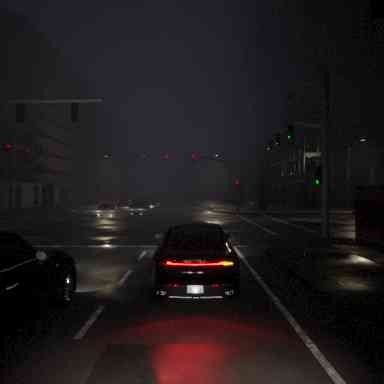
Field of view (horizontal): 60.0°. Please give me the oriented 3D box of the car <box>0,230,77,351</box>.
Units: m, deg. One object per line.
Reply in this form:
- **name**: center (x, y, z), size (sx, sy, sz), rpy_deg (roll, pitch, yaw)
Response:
- **car**: center (-3.447, 1.352, 5.095), size (2.097, 1.767, 4.553), rpy_deg (0, 0, 0)

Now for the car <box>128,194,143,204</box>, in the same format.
- **car**: center (-10.803, 1.352, 63.857), size (2.097, 1.767, 4.553), rpy_deg (0, 0, 1)

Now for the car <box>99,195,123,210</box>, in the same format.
- **car**: center (-10.977, 1.478, 44.288), size (1.882, 1.535, 5.008), rpy_deg (0, 0, 0)

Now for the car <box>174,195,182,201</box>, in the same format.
- **car**: center (-3.536, 1.553, 84.211), size (1.994, 1.385, 4.181), rpy_deg (0, 0, 1)

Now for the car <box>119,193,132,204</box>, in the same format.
- **car**: center (-10.949, 1.221, 54.108), size (2.150, 2.045, 5.566), rpy_deg (0, 0, 1)

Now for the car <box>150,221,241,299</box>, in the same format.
- **car**: center (0.079, 1.505, 8.419), size (1.837, 1.490, 4.892), rpy_deg (0, 0, 0)

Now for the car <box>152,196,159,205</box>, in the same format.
- **car**: center (-7.406, 1.478, 57.450), size (1.882, 1.535, 5.008), rpy_deg (0, 0, 1)

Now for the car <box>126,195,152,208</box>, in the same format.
- **car**: center (-7.491, 1.547, 47.471), size (2.033, 1.411, 5.357), rpy_deg (0, 0, 0)

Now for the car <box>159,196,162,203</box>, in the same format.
- **car**: center (-7.220, 1.547, 67.893), size (2.033, 1.411, 5.357), rpy_deg (0, 0, 1)

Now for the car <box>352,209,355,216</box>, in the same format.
- **car**: center (15.966, 1.656, 27.649), size (4.718, 1.301, 1.895), rpy_deg (0, 0, 0)

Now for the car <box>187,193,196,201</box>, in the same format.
- **car**: center (-0.034, 1.225, 84.437), size (2.150, 2.045, 5.566), rpy_deg (0, 0, 1)
